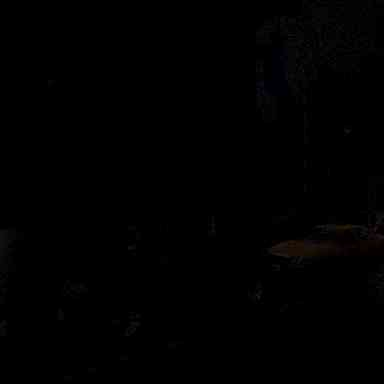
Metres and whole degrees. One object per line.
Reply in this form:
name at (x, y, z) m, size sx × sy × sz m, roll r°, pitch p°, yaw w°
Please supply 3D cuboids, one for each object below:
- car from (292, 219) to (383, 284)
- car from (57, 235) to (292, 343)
car at (3.992, 1.526, 9.552) m, size 4.829 × 1.417 × 1.752 m, roll 0°, pitch 0°, yaw -36°
car at (-0.279, 1.566, 6.469) m, size 4.313 × 1.339 × 1.947 m, roll 0°, pitch 0°, yaw -36°
